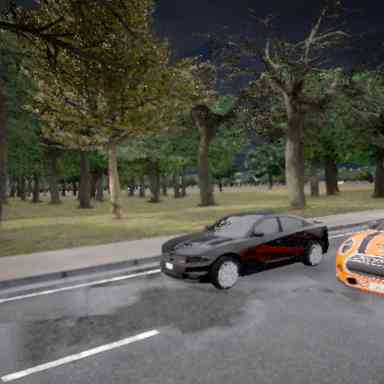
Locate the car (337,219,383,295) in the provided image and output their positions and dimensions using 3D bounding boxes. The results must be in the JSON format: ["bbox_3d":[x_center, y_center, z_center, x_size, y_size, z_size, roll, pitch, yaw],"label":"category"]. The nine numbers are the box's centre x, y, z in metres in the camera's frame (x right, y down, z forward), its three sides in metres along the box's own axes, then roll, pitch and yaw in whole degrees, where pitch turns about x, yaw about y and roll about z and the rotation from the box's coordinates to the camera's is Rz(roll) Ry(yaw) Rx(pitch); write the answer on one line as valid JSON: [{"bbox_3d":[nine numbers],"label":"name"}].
[{"bbox_3d":[5.208,1.069,7.322,4.553,1.767,2.097,-2,1,-35],"label":"car"}]

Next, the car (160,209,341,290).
[{"bbox_3d":[1.543,1.265,8.719,5.008,1.535,1.882,-2,1,-35],"label":"car"}]
